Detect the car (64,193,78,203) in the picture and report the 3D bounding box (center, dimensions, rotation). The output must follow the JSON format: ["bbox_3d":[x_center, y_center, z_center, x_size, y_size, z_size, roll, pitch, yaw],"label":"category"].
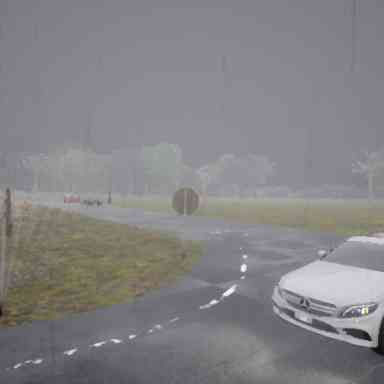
[{"bbox_3d":[-20.449,0.958,57.036,2.097,1.767,4.553,2,0,-34],"label":"car"}]

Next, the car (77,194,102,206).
[{"bbox_3d":[-14.825,1.357,48.803,1.895,1.301,4.718,2,-1,-34],"label":"car"}]

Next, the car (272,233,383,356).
[{"bbox_3d":[3.564,1.567,6.242,4.674,1.442,1.812,0,1,-35],"label":"car"}]
